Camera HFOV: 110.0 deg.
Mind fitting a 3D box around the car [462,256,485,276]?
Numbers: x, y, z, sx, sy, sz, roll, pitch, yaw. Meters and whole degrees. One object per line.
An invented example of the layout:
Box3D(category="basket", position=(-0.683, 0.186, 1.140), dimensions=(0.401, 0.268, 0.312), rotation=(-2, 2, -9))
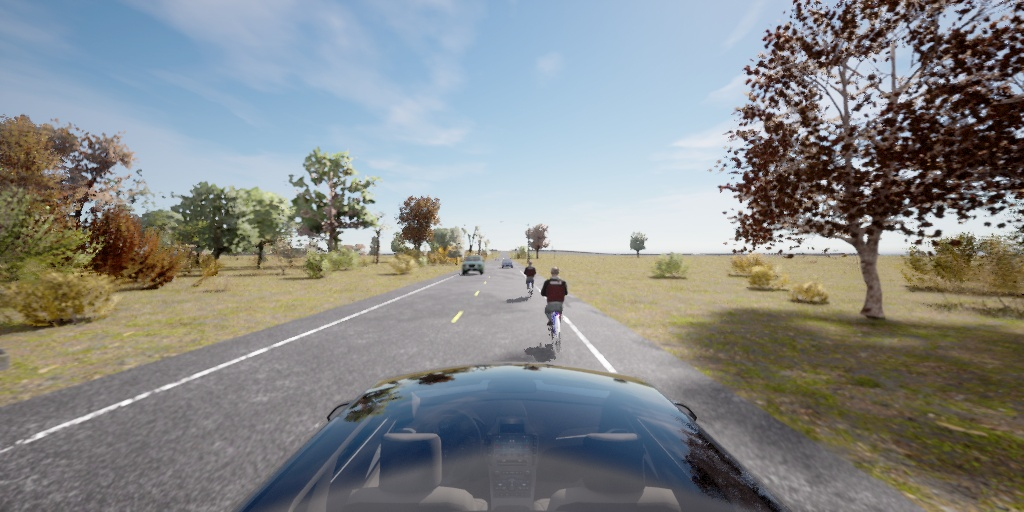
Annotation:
Box3D(category="car", position=(-4.065, 0.967, 38.455), dimensions=(2.150, 2.045, 5.566), rotation=(0, 0, -1))

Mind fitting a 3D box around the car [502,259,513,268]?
Box3D(category="car", position=(-0.768, 1.286, 60.581), dimensions=(2.033, 1.411, 5.357), rotation=(0, 0, -1))

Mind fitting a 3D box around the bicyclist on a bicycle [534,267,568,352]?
Box3D(category="bicyclist on a bicycle", position=(0.934, 1.120, 8.021), dimensions=(0.659, 1.776, 1.843), rotation=(0, 0, 0))

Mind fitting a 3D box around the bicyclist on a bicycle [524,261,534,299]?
Box3D(category="bicyclist on a bicycle", position=(0.854, 1.119, 17.037), dimensions=(0.659, 1.776, 1.843), rotation=(0, 0, -1))
